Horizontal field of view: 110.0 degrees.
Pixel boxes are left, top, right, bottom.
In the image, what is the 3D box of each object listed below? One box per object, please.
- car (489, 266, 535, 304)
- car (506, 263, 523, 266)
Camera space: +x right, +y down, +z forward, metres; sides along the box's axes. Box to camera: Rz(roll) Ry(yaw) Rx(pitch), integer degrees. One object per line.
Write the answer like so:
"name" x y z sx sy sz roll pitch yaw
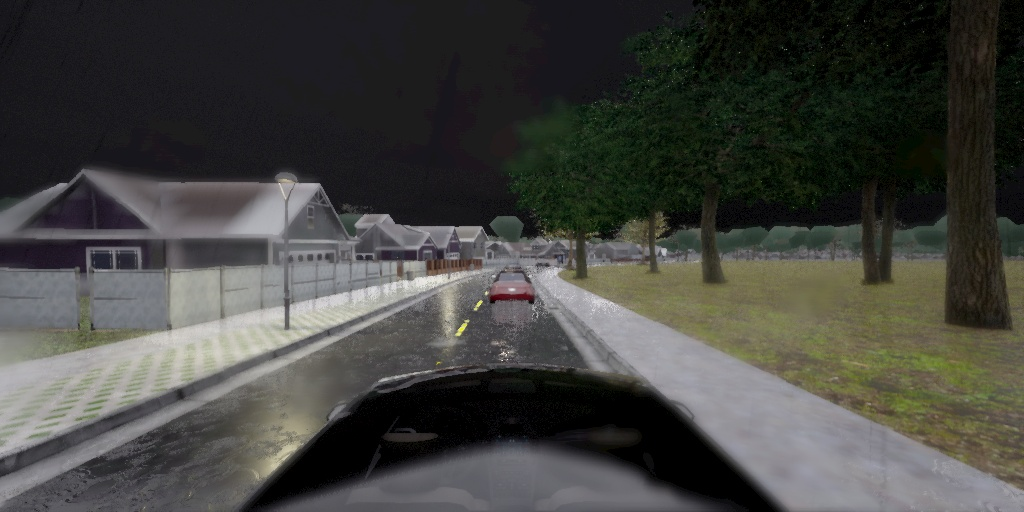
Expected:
"car" 0.000 1.345 16.513 1.994 1.385 4.181 0 0 0
"car" 0.222 1.351 31.438 2.128 1.511 4.902 0 0 3
